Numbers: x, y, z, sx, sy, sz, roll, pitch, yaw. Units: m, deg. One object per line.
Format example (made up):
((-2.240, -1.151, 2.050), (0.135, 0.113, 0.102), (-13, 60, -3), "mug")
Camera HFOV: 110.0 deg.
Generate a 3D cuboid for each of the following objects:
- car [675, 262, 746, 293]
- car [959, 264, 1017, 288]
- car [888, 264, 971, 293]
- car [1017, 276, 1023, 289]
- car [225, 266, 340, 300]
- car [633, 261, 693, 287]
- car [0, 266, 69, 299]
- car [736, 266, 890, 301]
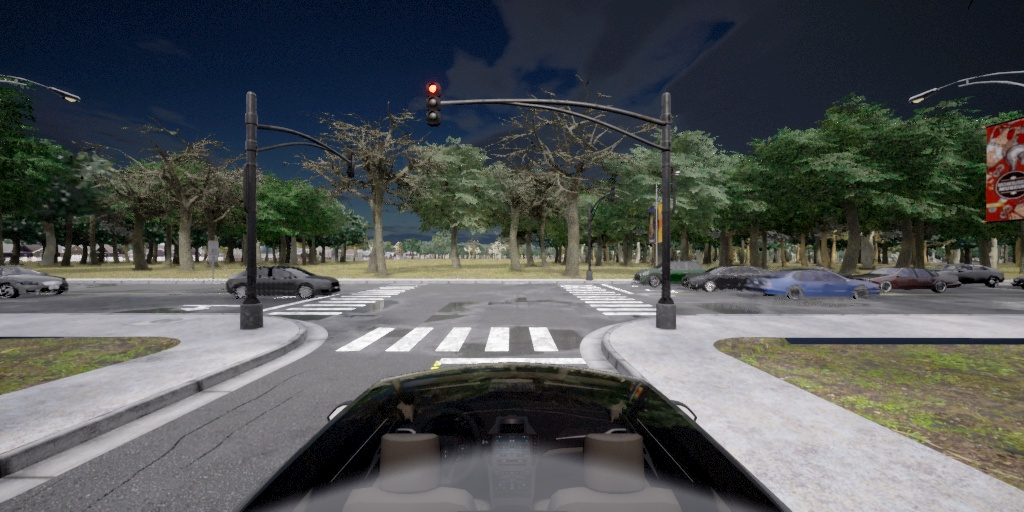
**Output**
((12.330, 1.269, 20.553), (4.892, 1.490, 1.837), (0, 0, 0), "car")
((29.403, 1.277, 23.803), (4.902, 1.511, 2.128), (0, 0, 0), "car")
((22.191, 1.326, 20.554), (5.357, 1.411, 2.033), (0, 0, 0), "car")
((32.407, 1.343, 20.548), (5.357, 1.411, 2.033), (0, 0, 0), "car")
((-10.807, 1.243, 17.095), (4.892, 1.490, 1.837), (0, 0, 0), "car")
((10.483, 1.109, 23.801), (4.553, 1.767, 2.097), (0, 0, 0), "car")
((-24.279, 1.214, 17.093), (4.902, 1.511, 2.128), (1, 0, 0), "car")
((14.148, 1.318, 17.103), (5.357, 1.411, 2.033), (0, 0, 0), "car")
